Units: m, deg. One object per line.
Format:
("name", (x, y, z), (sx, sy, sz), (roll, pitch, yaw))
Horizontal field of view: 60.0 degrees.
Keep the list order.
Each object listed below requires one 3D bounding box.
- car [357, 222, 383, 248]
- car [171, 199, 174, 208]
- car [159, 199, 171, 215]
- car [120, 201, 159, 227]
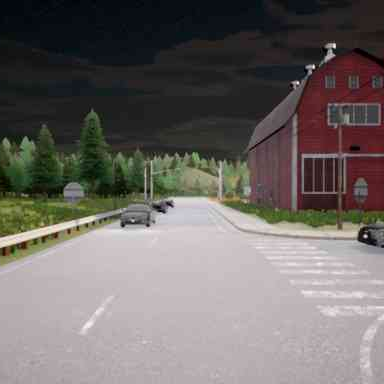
("car", (8.803, 1.560, 12.953), (4.181, 1.385, 1.994), (0, 0, 3))
("car", (-3.540, 1.586, 46.657), (1.895, 1.301, 4.718), (0, 0, 0))
("car", (-3.563, 1.590, 34.328), (1.895, 1.301, 4.718), (0, 0, 0))
("car", (-3.571, 1.498, 22.563), (1.837, 1.490, 4.892), (0, 0, 0))
